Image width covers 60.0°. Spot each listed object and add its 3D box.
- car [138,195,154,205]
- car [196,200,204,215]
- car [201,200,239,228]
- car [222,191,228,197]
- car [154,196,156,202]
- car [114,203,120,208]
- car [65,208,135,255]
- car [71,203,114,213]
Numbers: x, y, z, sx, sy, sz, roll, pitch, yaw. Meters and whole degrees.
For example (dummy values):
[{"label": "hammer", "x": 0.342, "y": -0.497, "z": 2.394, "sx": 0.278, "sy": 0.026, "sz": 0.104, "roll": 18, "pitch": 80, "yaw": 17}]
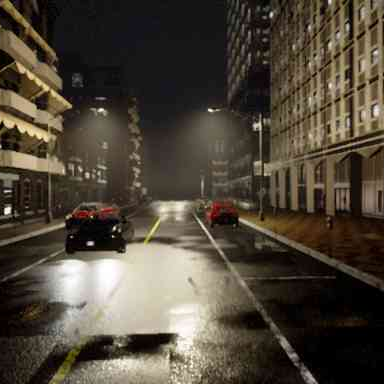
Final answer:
[{"label": "car", "x": -7.891, "y": 1.438, "z": 54.875, "sx": 2.008, "sy": 1.369, "sz": 4.403, "roll": -1, "pitch": 0, "yaw": -2}, {"label": "car", "x": 1.405, "y": 1.434, "z": 32.641, "sx": 2.008, "sy": 1.369, "sz": 4.403, "roll": -1, "pitch": 0, "yaw": -2}, {"label": "car", "x": 1.866, "y": 1.460, "z": 21.353, "sx": 1.887, "sy": 1.381, "sz": 4.507, "roll": -1, "pitch": 0, "yaw": -2}, {"label": "car", "x": 10.900, "y": 0.672, "z": 94.199, "sx": 5.009, "sy": 1.841, "sz": 2.192, "roll": -2, "pitch": 1, "yaw": -3}, {"label": "car", "x": -8.121, "y": 1.424, "z": 60.518, "sx": 2.008, "sy": 1.369, "sz": 4.403, "roll": -1, "pitch": 0, "yaw": -2}, {"label": "car", "x": -6.737, "y": 1.544, "z": 26.655, "sx": 1.802, "sy": 1.307, "sz": 4.206, "roll": -1, "pitch": 0, "yaw": -2}, {"label": "car", "x": -3.478, "y": 1.545, "z": 13.199, "sx": 1.994, "sy": 1.385, "sz": 4.181, "roll": 0, "pitch": 0, "yaw": -2}, {"label": "car", "x": -6.508, "y": 1.418, "z": 21.011, "sx": 1.967, "sy": 1.590, "sz": 4.097, "roll": 0, "pitch": 0, "yaw": -2}]
